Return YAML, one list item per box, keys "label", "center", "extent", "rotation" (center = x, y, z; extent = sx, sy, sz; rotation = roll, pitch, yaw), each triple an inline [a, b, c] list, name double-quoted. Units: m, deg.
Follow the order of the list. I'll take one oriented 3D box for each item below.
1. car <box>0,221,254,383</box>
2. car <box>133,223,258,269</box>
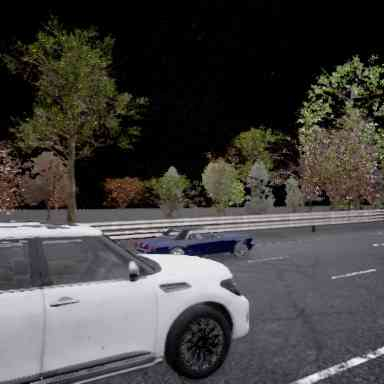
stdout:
- label: "car"
  center: [-1.916, 1.396, 4.288]
  extent: [5.566, 2.045, 2.150]
  rotation: [0, -2, -30]
- label: "car"
  center: [0.202, 2.054, 13.494]
  extent: [4.718, 1.301, 1.895]
  rotation: [0, -2, -29]
